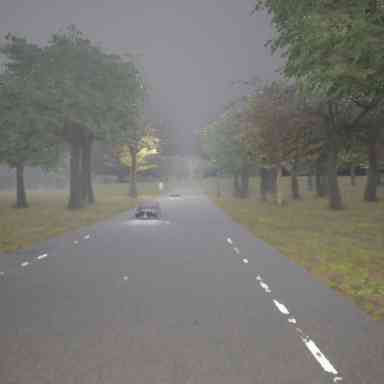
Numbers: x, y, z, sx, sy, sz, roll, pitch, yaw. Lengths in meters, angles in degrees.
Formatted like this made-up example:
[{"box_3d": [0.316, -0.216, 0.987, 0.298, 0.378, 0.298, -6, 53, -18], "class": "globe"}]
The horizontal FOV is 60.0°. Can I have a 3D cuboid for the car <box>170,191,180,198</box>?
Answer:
[{"box_3d": [-3.513, 0.501, 70.106, 1.994, 1.385, 4.181, 0, 2, 0], "class": "car"}]

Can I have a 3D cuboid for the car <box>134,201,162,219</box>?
[{"box_3d": [-3.603, 1.467, 28.375, 2.033, 1.411, 5.357, 0, 1, 0], "class": "car"}]
